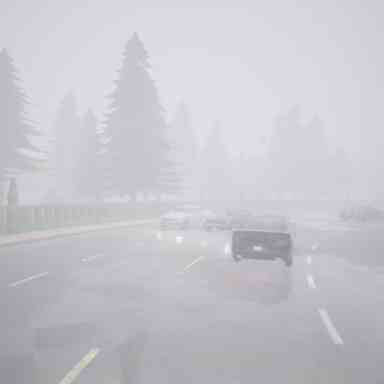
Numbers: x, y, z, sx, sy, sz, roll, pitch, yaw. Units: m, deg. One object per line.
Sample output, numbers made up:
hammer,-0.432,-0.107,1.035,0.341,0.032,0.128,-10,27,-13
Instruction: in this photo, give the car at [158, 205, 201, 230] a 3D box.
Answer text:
car,-0.268,1.594,21.934,1.812,1.442,4.674,0,0,33

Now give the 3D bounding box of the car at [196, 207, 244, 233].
car,2.429,1.688,19.854,1.895,1.301,4.718,0,0,32

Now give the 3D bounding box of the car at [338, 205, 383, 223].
car,14.336,1.766,27.873,5.357,1.411,2.033,1,0,-38

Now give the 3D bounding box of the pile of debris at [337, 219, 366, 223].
pile of debris,13.016,2.384,27.061,1.860,0.140,1.500,1,0,-40

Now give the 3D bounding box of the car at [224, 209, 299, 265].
car,2.796,1.543,12.213,1.882,1.535,5.008,0,0,20
